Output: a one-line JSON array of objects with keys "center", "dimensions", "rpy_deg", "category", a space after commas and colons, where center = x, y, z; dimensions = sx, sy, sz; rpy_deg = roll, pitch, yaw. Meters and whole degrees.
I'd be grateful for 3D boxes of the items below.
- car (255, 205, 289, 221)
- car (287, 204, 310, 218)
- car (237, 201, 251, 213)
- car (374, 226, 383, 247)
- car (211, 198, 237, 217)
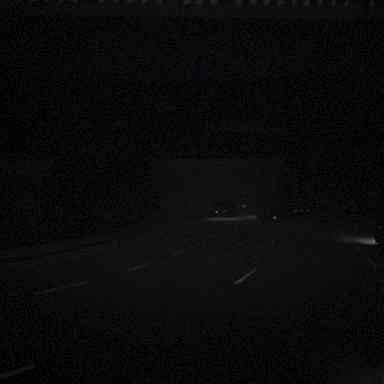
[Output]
[{"center": [7.289, 2.010, 31.529], "dimensions": [1.895, 1.301, 4.718], "rpy_deg": [0, -1, 0], "category": "car"}, {"center": [10.782, 1.985, 35.433], "dimensions": [2.033, 1.411, 5.357], "rpy_deg": [0, -1, -2], "category": "car"}, {"center": [6.784, 1.980, 46.101], "dimensions": [2.097, 1.767, 4.553], "rpy_deg": [0, -1, -2], "category": "car"}, {"center": [8.495, 1.669, 12.638], "dimensions": [2.033, 1.411, 5.357], "rpy_deg": [-1, -1, 16], "category": "car"}, {"center": [3.507, 1.781, 39.250], "dimensions": [2.150, 2.045, 5.566], "rpy_deg": [0, -1, -2], "category": "car"}]
